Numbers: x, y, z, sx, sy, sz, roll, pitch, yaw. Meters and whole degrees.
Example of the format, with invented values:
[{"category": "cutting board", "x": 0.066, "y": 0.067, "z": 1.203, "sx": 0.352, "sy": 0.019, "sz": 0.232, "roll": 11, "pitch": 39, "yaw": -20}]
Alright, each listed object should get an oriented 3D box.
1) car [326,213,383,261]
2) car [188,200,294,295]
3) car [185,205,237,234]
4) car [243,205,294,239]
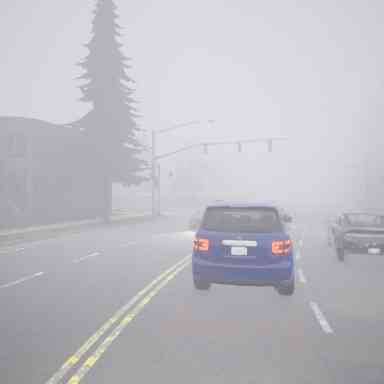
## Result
[{"category": "car", "x": 6.018, "y": 1.492, "z": 11.977, "sx": 2.128, "sy": 1.511, "sz": 4.902, "roll": 0, "pitch": 0, "yaw": 17}, {"category": "car", "x": 1.489, "y": 1.221, "z": 8.990, "sx": 2.150, "sy": 2.045, "sz": 5.566, "roll": 0, "pitch": 0, "yaw": 13}, {"category": "car", "x": 1.292, "y": 1.565, "z": 20.318, "sx": 1.994, "sy": 1.385, "sz": 4.181, "roll": 0, "pitch": 0, "yaw": 21}, {"category": "car", "x": 4.473, "y": 1.547, "z": 18.726, "sx": 2.033, "sy": 1.411, "sz": 5.357, "roll": 0, "pitch": 0, "yaw": 21}]
